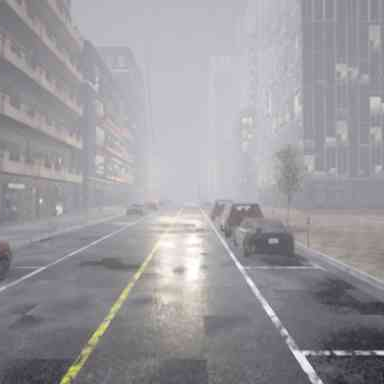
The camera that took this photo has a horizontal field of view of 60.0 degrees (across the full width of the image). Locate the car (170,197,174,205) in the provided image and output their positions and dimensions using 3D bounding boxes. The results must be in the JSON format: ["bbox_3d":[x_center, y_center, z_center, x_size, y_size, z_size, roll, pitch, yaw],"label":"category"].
[{"bbox_3d":[-5.792,1.949,73.756,2.192,1.841,5.009,1,-1,0],"label":"car"}]

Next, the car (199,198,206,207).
[{"bbox_3d":[2.607,2.105,62.719,1.802,1.307,4.206,1,-1,0],"label":"car"}]

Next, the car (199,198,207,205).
[{"bbox_3d":[2.590,2.133,79.289,1.967,1.590,4.097,1,-1,0],"label":"car"}]

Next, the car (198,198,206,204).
[{"bbox_3d":[2.583,2.279,84.982,1.752,1.417,4.829,1,-1,0],"label":"car"}]

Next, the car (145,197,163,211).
[{"bbox_3d":[-5.746,1.678,46.141,2.192,1.841,5.009,1,-1,0],"label":"car"}]

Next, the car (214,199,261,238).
[{"bbox_3d":[2.676,1.451,18.539,2.192,1.841,5.009,1,0,0],"label":"car"}]

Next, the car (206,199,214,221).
[{"bbox_3d":[2.659,1.536,29.584,2.192,1.841,5.009,1,0,0],"label":"car"}]

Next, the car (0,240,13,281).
[{"bbox_3d":[-5.691,1.635,7.480,1.802,1.307,4.206,1,0,0],"label":"car"}]

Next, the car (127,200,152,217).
[{"bbox_3d":[-5.731,1.811,35.093,1.887,1.381,4.507,1,0,0],"label":"car"}]

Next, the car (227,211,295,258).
[{"bbox_3d":[2.681,1.660,13.014,1.947,1.339,4.313,1,0,0],"label":"car"}]

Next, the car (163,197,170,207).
[{"bbox_3d":[-5.774,2.088,62.708,1.947,1.339,4.313,1,-1,0],"label":"car"}]
